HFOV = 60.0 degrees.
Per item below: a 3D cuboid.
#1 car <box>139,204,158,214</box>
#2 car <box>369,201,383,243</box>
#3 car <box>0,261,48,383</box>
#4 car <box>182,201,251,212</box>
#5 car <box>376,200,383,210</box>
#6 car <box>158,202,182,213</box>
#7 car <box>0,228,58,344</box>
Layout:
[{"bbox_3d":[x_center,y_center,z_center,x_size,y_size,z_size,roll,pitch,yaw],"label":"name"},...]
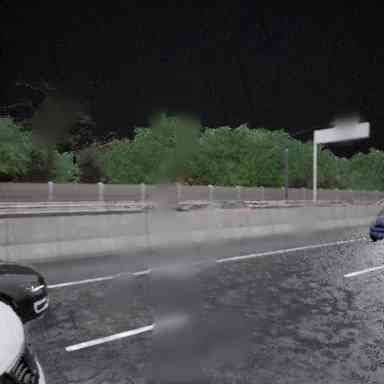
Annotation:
[{"bbox_3d":[-2.230,1.575,28.199,4.674,1.442,1.812,0,0,-36],"label":"car"},{"bbox_3d":[10.212,1.412,15.333,4.553,1.767,2.097,0,0,-35],"label":"car"},{"bbox_3d":[-3.539,1.216,1.206,5.566,2.045,2.150,0,0,-35],"label":"car"},{"bbox_3d":[1.944,1.402,22.579,4.553,1.767,2.097,0,0,-35],"label":"car"},{"bbox_3d":[30.709,1.950,51.646,4.892,1.490,1.837,1,-1,-35],"label":"car"},{"bbox_3d":[-0.103,1.614,25.417,4.181,1.385,1.994,0,0,-35],"label":"car"},{"bbox_3d":[-4.694,1.503,4.697,4.892,1.490,1.837,0,0,-36],"label":"car"}]
